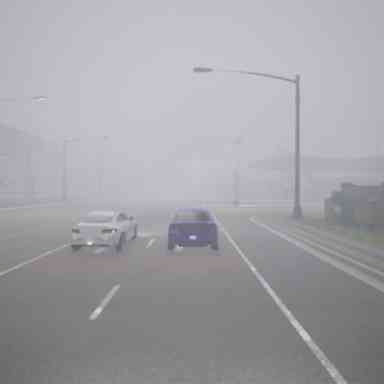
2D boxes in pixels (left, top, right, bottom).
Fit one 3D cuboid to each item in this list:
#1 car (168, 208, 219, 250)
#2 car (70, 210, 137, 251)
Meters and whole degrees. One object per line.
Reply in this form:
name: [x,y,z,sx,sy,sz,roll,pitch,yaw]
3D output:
car: [0.053,1.400,14.089,1.882,1.535,5.008,0,1,0]
car: [-3.450,1.453,13.587,1.812,1.442,4.674,0,1,1]
